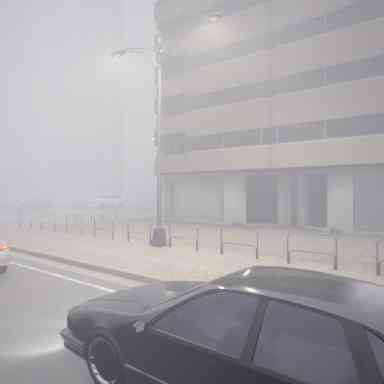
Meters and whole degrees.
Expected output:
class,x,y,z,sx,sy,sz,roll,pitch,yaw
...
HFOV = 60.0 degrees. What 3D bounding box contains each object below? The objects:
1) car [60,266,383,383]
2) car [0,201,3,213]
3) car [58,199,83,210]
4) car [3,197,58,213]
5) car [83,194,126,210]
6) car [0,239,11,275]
class,x,y,z,sx,sy,sz,roll,pitch,yaw
car,0.852,1.547,3.404,5.357,1.411,2.033,0,0,38
car,-22.787,1.547,36.703,2.128,1.511,4.902,0,0,38
car,-16.149,1.602,45.415,2.033,1.411,5.357,0,0,37
car,-18.002,1.407,37.177,2.097,1.767,4.553,0,0,37
car,-11.565,1.275,45.660,2.150,2.045,5.566,0,0,37
car,-6.747,1.526,9.250,4.674,1.442,1.812,0,0,39
